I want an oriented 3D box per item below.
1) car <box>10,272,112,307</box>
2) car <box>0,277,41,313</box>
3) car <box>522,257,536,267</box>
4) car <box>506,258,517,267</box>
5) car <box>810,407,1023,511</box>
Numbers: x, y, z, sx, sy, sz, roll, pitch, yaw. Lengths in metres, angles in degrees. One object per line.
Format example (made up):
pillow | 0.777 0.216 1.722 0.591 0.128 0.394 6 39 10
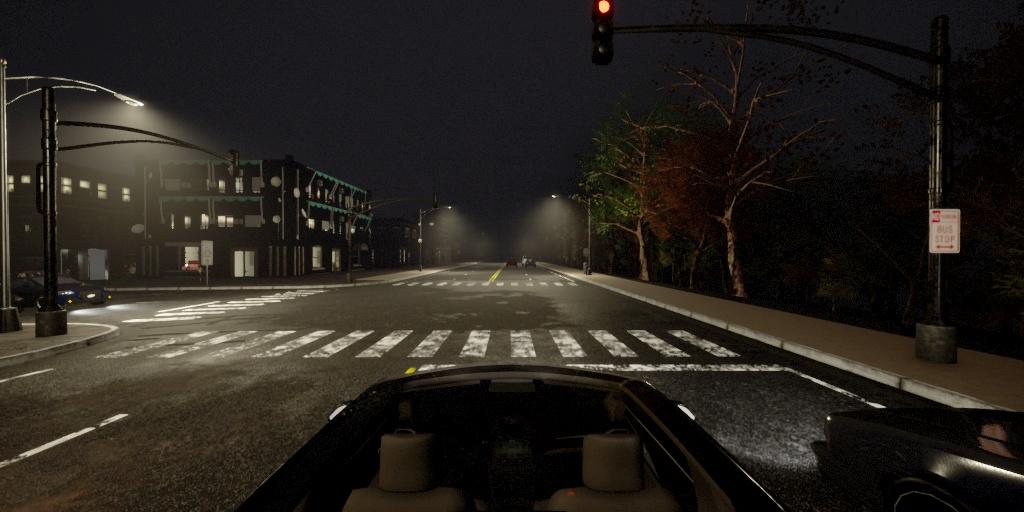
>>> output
car | -19.861 1.534 15.220 4.181 1.385 1.994 -1 1 0
car | -19.969 1.565 12.514 4.313 1.339 1.948 0 0 0
car | 3.226 1.274 63.182 2.033 1.411 5.357 0 0 0
car | -0.027 1.204 63.151 1.882 1.535 5.008 0 0 0
car | 3.354 1.298 0.401 2.033 1.411 5.357 0 0 0
